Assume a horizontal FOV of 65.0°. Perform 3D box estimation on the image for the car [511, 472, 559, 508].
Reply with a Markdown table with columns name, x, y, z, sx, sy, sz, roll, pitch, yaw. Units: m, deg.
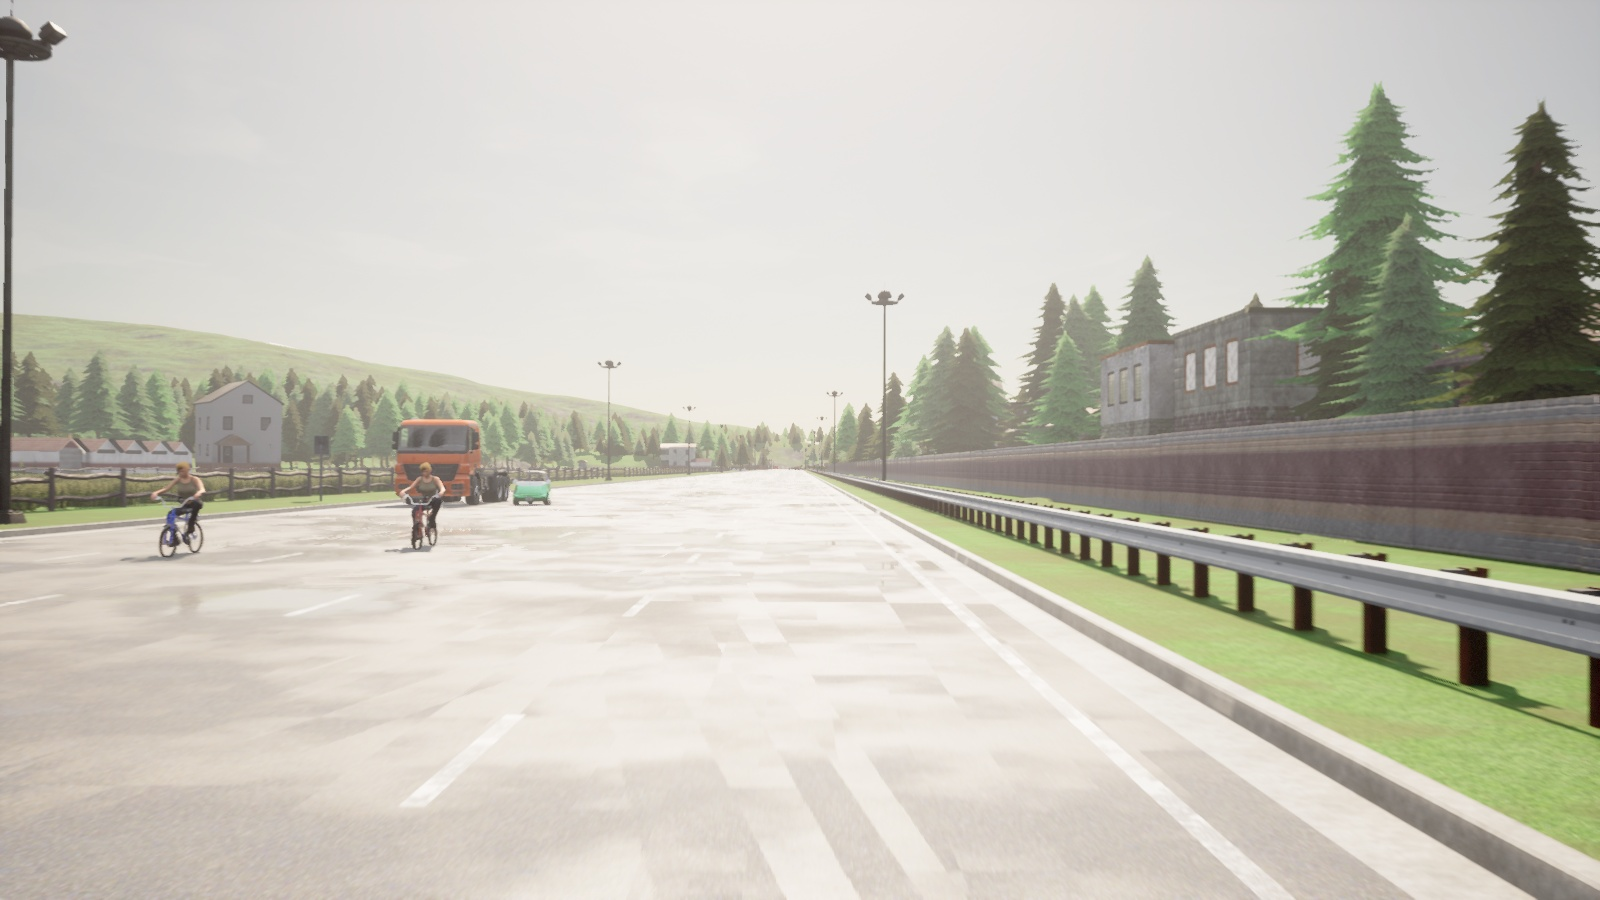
| name | x | y | z | sx | sy | sz | roll | pitch | yaw |
| --- | --- | --- | --- | --- | --- | --- | --- | --- | --- |
| car | -10.614 | 1.595 | 50.424 | 1.481 | 1.376 | 2.207 | 0 | -1 | 0 |

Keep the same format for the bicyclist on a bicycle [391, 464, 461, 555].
| name | x | y | z | sx | sy | sz | roll | pitch | yaw |
| --- | --- | --- | --- | --- | --- | --- | --- | --- | --- |
| bicyclist on a bicycle | -7.054 | 1.101 | 23.772 | 0.866 | 1.612 | 1.509 | 0 | 2 | 0 |

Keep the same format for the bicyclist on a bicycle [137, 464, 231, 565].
| name | x | y | z | sx | sy | sz | roll | pitch | yaw |
| --- | --- | --- | --- | --- | --- | --- | --- | --- | --- |
| bicyclist on a bicycle | -10.549 | 1.085 | 21.564 | 0.866 | 1.612 | 1.509 | 0 | 2 | 0 |

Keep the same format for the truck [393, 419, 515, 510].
| name | x | y | z | sx | sy | sz | roll | pitch | yaw |
| --- | --- | --- | --- | --- | --- | --- | --- | --- | --- |
| truck | -14.122 | 0.595 | 52.009 | 2.891 | 3.462 | 7.936 | 0 | -1 | 0 |
